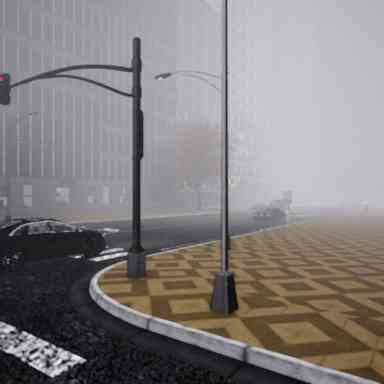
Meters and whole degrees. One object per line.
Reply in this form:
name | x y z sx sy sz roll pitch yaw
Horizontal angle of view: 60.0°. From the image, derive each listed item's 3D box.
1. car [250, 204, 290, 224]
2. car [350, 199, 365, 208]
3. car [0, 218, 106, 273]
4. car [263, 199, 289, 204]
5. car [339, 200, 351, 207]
car | 7.336 2.097 30.554 2.033 1.411 5.357 0 -1 33
car | 42.164 3.137 84.429 1.882 1.535 5.008 0 -1 33
car | -5.117 1.626 11.290 2.128 1.511 4.902 0 -1 33
car | 13.671 2.146 52.323 2.150 2.045 5.566 0 -1 33
car | 39.434 3.194 86.193 2.033 1.411 5.357 0 -1 33
